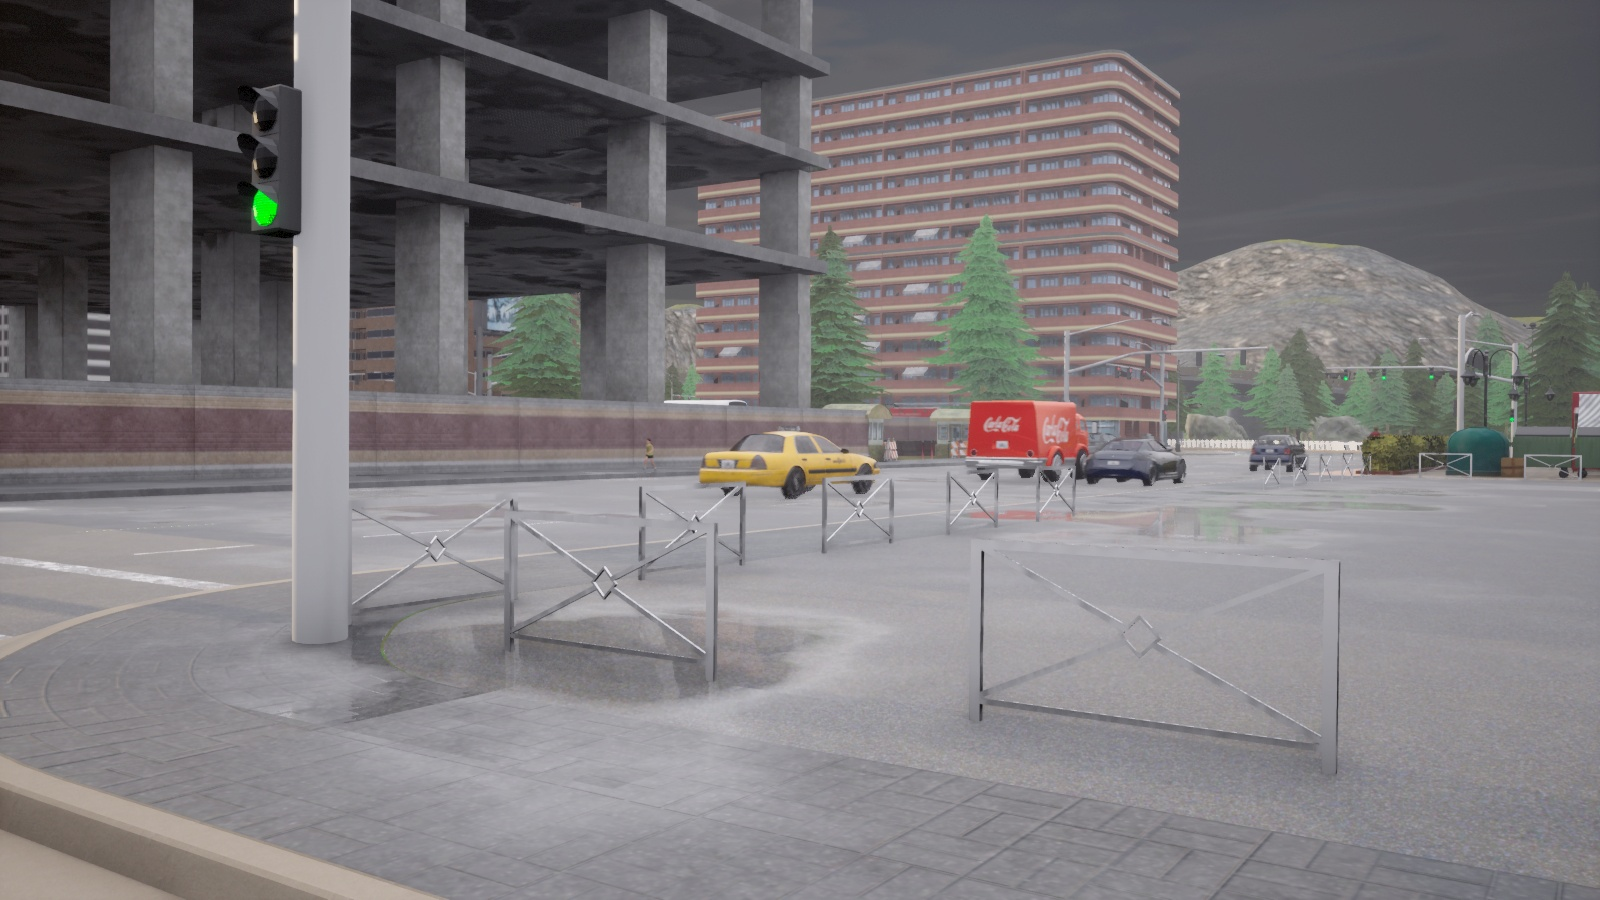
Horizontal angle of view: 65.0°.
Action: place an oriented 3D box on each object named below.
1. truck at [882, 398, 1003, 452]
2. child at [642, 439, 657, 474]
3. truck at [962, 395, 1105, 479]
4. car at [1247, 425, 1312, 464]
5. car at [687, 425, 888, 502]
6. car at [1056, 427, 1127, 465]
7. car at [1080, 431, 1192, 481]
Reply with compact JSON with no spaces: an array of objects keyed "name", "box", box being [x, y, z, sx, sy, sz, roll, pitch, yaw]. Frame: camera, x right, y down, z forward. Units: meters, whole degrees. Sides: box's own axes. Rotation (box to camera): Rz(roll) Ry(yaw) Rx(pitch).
[{"name":"truck","box":[10.498,-1.797,92.955,8.468,3.827,2.891,0,1,34]},{"name":"child","box":[-4.816,0.205,40.157,0.255,1.110,0.394,0,1,32]},{"name":"truck","box":[7.469,-0.421,39.710,2.627,2.467,5.204,0,1,33]},{"name":"car","box":[20.026,-0.242,52.389,1.789,1.549,3.705,0,1,33]},{"name":"car","box":[-0.137,0.231,28.181,1.801,1.575,5.366,0,1,33]},{"name":"car","box":[12.475,-0.191,53.656,1.789,1.549,3.705,0,1,33]},{"name":"car","box":[10.005,0.141,37.200,1.994,1.385,4.181,0,1,33]}]
